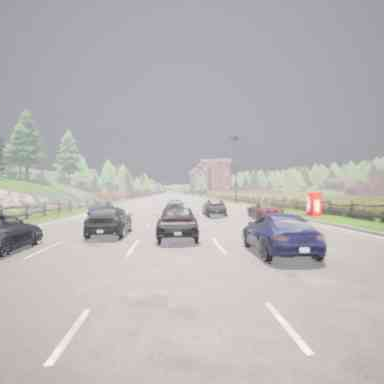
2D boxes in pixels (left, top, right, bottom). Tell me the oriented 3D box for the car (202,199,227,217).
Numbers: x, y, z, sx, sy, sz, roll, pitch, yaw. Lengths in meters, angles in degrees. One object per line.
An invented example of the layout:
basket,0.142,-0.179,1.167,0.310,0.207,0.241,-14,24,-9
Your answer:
car,2.014,1.408,30.414,2.128,1.511,4.902,-1,0,-3

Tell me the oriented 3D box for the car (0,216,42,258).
car,-7.558,1.635,13.055,1.994,1.385,4.181,-1,0,-3

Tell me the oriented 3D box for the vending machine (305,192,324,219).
vending machine,9.712,1.022,26.419,1.100,2.100,0.880,-1,0,-3

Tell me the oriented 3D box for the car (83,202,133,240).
car,-4.280,1.526,17.390,1.837,1.490,4.892,-1,0,-3

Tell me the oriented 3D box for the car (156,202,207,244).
car,-0.695,1.470,15.828,2.128,1.511,4.902,-1,0,-3

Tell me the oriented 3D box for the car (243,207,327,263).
car,3.051,1.465,11.656,1.812,1.442,4.674,-1,0,-3

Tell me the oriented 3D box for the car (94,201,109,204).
car,-8.592,1.596,32.039,2.033,1.411,5.357,-1,0,-3

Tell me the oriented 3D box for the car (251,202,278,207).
car,5.733,1.477,26.624,1.895,1.301,4.718,-1,0,-3

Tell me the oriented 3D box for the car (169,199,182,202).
car,-1.691,1.483,34.000,1.812,1.442,4.674,-1,0,-3
